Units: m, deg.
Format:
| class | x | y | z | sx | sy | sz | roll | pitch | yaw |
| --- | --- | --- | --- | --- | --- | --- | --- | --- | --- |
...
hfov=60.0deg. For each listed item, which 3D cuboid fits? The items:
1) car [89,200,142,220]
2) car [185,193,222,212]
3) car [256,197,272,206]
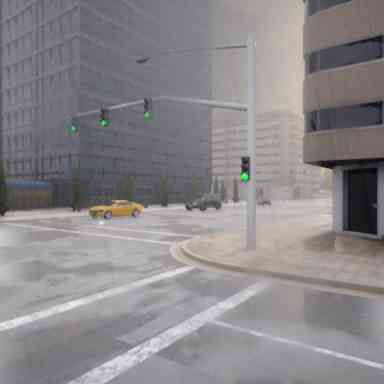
| class | x | y | z | sx | sy | sz | roll | pitch | yaw |
| --- | --- | --- | --- | --- | --- | --- | --- | --- | --- |
| car | -6.531 | 1.461 | 28.710 | 1.882 | 1.535 | 5.008 | 0 | 0 | 36 |
| car | 1.460 | 1.204 | 39.722 | 2.150 | 2.045 | 5.566 | 0 | 0 | 36 |
| car | 11.078 | 1.475 | 52.897 | 2.128 | 1.511 | 4.902 | 0 | 0 | 37 |
